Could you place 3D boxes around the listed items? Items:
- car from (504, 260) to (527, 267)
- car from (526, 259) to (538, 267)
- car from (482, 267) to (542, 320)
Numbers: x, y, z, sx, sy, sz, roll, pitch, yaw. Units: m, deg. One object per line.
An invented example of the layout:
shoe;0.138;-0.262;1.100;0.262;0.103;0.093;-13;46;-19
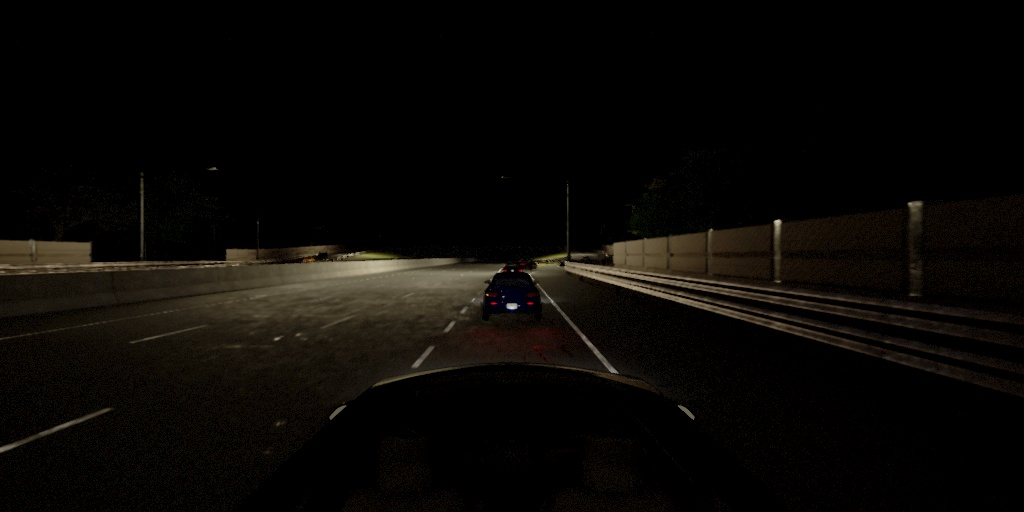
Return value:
car;0.075;1.270;32.379;2.033;1.411;5.357;0;0;1
car;2.201;1.211;48.165;1.837;1.490;4.892;-2;0;16
car;0.003;1.267;12.550;1.812;1.442;4.674;0;0;0
